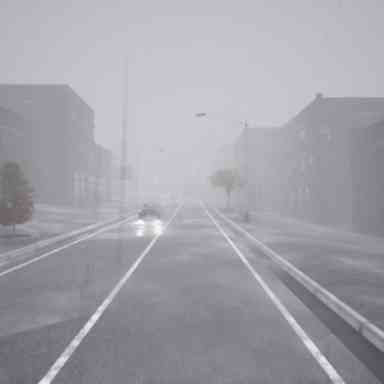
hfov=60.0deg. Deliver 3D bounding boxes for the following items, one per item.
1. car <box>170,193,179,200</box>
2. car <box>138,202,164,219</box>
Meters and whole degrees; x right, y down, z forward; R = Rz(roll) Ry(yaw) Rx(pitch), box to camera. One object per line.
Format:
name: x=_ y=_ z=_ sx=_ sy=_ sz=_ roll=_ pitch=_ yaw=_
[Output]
car: x=-3.721 y=0.952 z=71.664 sx=1.837 sy=1.490 sz=4.892 roll=0 pitch=1 yaw=-2
car: x=-3.622 y=1.620 z=29.844 sx=1.895 sy=1.301 sz=4.718 roll=0 pitch=0 yaw=0
